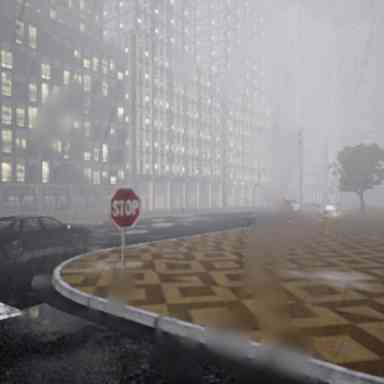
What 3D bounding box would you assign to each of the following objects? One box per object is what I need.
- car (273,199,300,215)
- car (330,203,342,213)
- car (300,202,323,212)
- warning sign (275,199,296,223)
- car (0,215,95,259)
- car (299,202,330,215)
[{"bbox_3d":[12.705,1.908,44.138,2.150,2.045,5.566,-1,-1,36],"label":"car"},{"bbox_3d":[21.602,2.359,50.855,1.812,1.442,4.674,-1,-1,36],"label":"car"},{"bbox_3d":[18.979,2.352,52.775,2.128,1.511,4.902,-1,-1,36],"label":"car"},{"bbox_3d":[7.564,1.476,26.845,1.300,1.860,1.060,1,0,36],"label":"warning sign"},{"bbox_3d":[-6.205,1.599,12.828,2.033,1.411,5.357,0,-2,25],"label":"car"},{"bbox_3d":[15.923,2.277,43.018,1.895,1.301,4.718,-1,-1,37],"label":"car"}]
